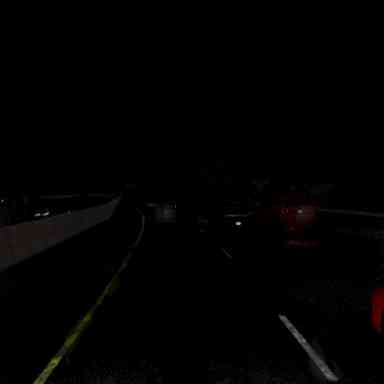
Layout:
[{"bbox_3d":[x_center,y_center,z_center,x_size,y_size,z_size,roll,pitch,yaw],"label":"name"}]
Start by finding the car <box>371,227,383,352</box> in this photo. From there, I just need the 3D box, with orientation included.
[{"bbox_3d":[3.514,1.217,2.105,2.150,2.045,5.566,0,0,-1],"label":"car"}]

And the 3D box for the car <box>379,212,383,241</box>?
[{"bbox_3d":[9.980,1.594,13.470,1.895,1.301,4.718,0,0,-4],"label":"car"}]

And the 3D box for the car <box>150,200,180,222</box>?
[{"bbox_3d":[-2.143,1.586,26.893,1.994,1.385,4.181,0,0,-8],"label":"car"}]

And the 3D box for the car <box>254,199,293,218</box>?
[{"bbox_3d":[7.701,1.514,31.799,1.837,1.490,4.892,0,0,-10],"label":"car"}]

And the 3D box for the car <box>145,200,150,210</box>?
[{"bbox_3d":[-5.002,1.638,42.827,1.895,1.301,4.718,0,0,-11],"label":"car"}]

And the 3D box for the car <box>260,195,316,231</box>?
[{"bbox_3d":[5.732,1.226,21.044,2.150,2.045,5.566,0,0,-7],"label":"car"}]

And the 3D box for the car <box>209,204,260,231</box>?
[{"bbox_3d":[2.251,1.502,20.557,2.128,1.511,4.902,0,0,-7],"label":"car"}]
